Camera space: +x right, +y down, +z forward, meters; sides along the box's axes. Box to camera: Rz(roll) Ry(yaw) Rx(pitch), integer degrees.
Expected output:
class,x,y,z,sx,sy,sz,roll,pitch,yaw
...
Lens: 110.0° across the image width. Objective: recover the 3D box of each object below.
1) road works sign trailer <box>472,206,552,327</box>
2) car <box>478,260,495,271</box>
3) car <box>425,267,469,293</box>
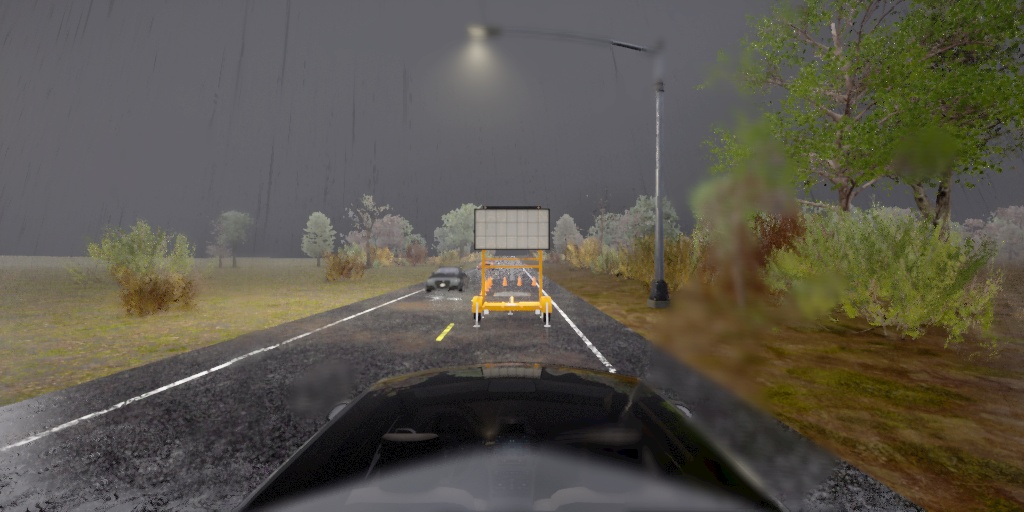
class,x,y,z,sx,sy,sz,roll,pitch,yaw
road works sign trailer,0.002,0.214,11.529,2.380,3.560,2.880,0,0,0
car,-3.491,1.068,49.455,2.097,1.767,4.553,0,0,0
car,-3.597,1.310,20.535,1.994,1.385,4.181,0,0,0
